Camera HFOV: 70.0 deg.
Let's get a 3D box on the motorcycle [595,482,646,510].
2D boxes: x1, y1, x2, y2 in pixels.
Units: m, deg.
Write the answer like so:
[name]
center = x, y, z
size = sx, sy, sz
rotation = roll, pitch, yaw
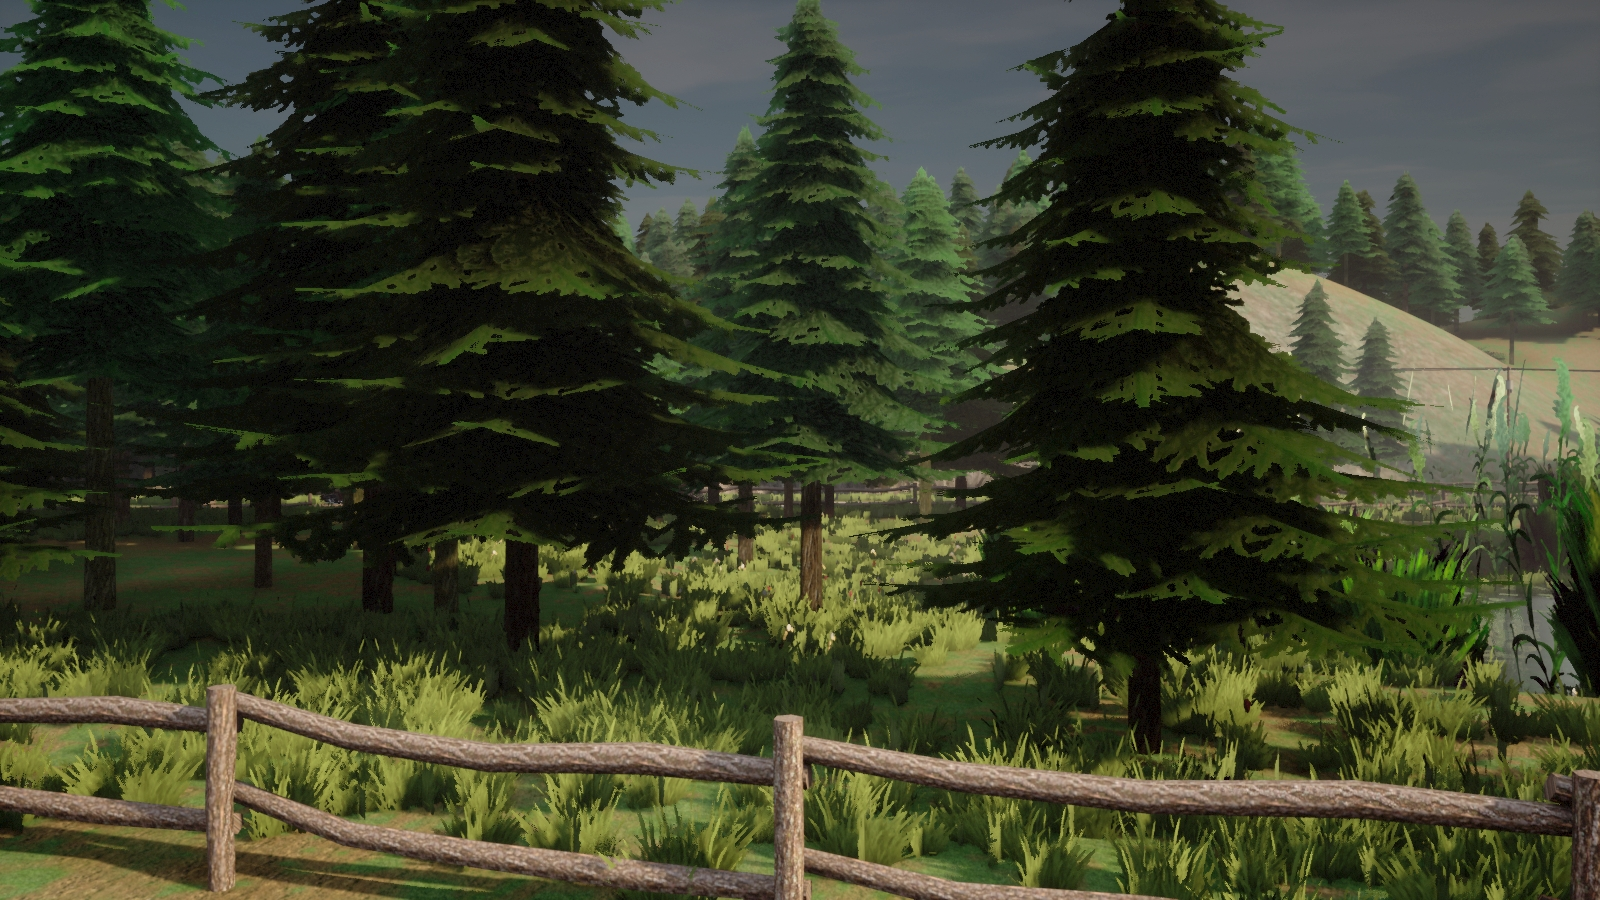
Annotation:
[motorcycle]
center = -8.486, 2.178, 54.103
size = 2.209, 1.251, 0.867
rotation = 0, 0, 14
